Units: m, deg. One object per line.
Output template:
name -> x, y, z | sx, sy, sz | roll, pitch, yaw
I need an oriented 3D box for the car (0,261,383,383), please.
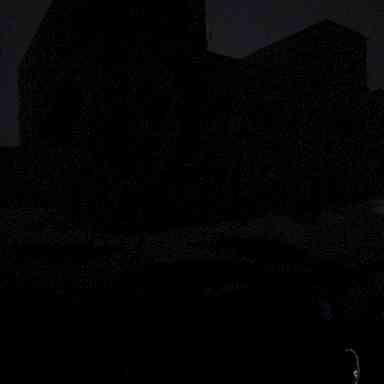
car -> -0.021, 1.533, 3.362 | 5.357, 1.411, 2.033 | 0, 0, -36
